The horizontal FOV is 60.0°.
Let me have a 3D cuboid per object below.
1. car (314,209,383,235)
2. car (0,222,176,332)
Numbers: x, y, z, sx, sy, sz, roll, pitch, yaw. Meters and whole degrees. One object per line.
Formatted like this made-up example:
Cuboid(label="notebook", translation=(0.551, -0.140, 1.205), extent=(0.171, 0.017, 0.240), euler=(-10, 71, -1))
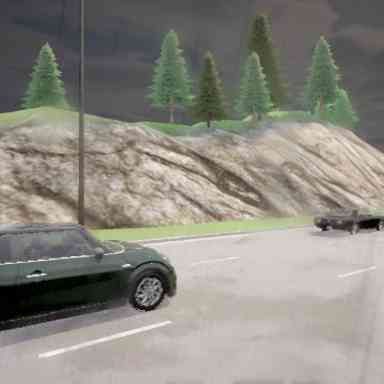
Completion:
Cuboid(label="car", translation=(9.068, 1.600, 18.839), extent=(4.718, 1.301, 1.895), euler=(0, 0, -36))
Cuboid(label="car", translation=(-2.527, 1.352, 6.246), extent=(4.553, 1.767, 2.097), euler=(0, 0, -36))
